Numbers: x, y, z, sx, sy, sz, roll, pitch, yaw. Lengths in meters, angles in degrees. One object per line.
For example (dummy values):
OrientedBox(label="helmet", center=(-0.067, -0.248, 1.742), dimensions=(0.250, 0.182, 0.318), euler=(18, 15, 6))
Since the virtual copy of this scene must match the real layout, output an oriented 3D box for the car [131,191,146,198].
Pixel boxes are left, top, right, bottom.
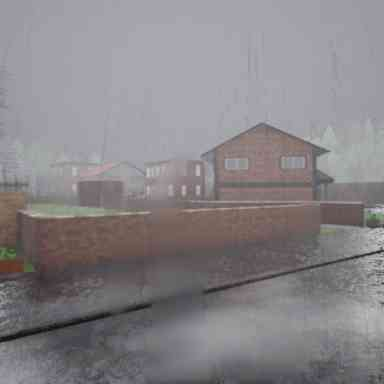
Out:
OrientedBox(label="car", center=(-6.674, 0.810, 44.088), dimensions=(1.905, 1.878, 3.866), euler=(-1, 0, -36))
